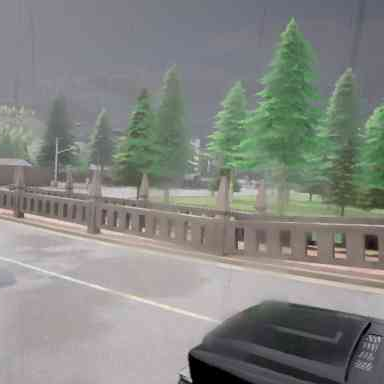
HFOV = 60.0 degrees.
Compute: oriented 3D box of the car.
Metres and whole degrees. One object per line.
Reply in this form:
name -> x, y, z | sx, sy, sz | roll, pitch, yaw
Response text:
car -> 2.216, 1.601, 2.409 | 4.718, 1.301, 1.895 | 0, 0, 35
